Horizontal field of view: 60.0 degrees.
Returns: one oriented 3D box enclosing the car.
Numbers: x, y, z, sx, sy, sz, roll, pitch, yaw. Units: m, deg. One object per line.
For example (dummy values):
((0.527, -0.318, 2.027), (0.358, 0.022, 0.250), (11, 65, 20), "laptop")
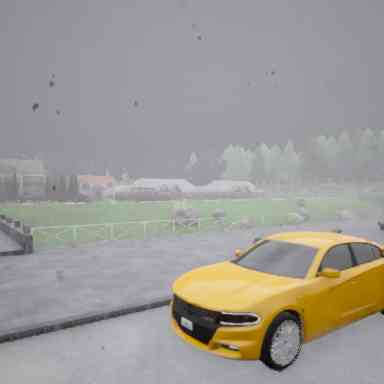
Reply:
((1.967, 1.479, 5.873), (5.008, 1.535, 1.882), (0, 0, -35), "car")
